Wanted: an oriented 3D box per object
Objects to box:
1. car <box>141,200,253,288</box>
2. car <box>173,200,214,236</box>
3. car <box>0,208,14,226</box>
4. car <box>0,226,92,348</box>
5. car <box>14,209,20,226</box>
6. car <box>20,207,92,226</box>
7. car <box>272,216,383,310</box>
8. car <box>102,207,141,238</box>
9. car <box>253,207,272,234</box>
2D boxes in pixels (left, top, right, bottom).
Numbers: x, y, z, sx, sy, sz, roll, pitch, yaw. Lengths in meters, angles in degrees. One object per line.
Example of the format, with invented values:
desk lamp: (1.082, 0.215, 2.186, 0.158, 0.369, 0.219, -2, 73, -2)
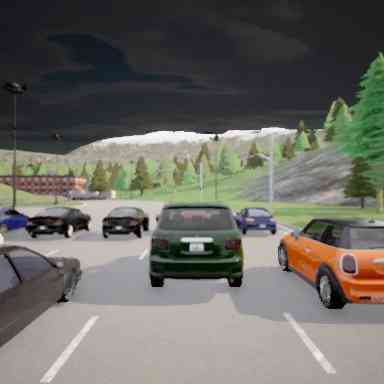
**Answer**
car: (0.098, 1.244, 9.483, 2.150, 2.045, 5.566, 0, 0, 0)
car: (0.056, 1.400, 19.393, 2.097, 1.767, 4.553, 0, 0, -1)
car: (-6.902, 1.243, 7.932, 2.150, 2.045, 5.566, 0, 0, 0)
car: (-3.399, 1.561, 5.204, 2.033, 1.411, 5.357, 0, 0, 0)
car: (-10.421, 1.571, 18.162, 1.812, 1.442, 4.674, 0, 0, 0)
car: (-6.927, 1.522, 17.953, 1.882, 1.535, 5.008, 0, 0, 1)
car: (3.598, 1.372, 8.030, 2.097, 1.767, 4.553, 0, 0, 0)
car: (-3.421, 1.522, 17.937, 1.882, 1.535, 5.008, 0, 0, 0)
car: (3.561, 1.574, 19.209, 1.812, 1.442, 4.674, 0, 0, -1)
